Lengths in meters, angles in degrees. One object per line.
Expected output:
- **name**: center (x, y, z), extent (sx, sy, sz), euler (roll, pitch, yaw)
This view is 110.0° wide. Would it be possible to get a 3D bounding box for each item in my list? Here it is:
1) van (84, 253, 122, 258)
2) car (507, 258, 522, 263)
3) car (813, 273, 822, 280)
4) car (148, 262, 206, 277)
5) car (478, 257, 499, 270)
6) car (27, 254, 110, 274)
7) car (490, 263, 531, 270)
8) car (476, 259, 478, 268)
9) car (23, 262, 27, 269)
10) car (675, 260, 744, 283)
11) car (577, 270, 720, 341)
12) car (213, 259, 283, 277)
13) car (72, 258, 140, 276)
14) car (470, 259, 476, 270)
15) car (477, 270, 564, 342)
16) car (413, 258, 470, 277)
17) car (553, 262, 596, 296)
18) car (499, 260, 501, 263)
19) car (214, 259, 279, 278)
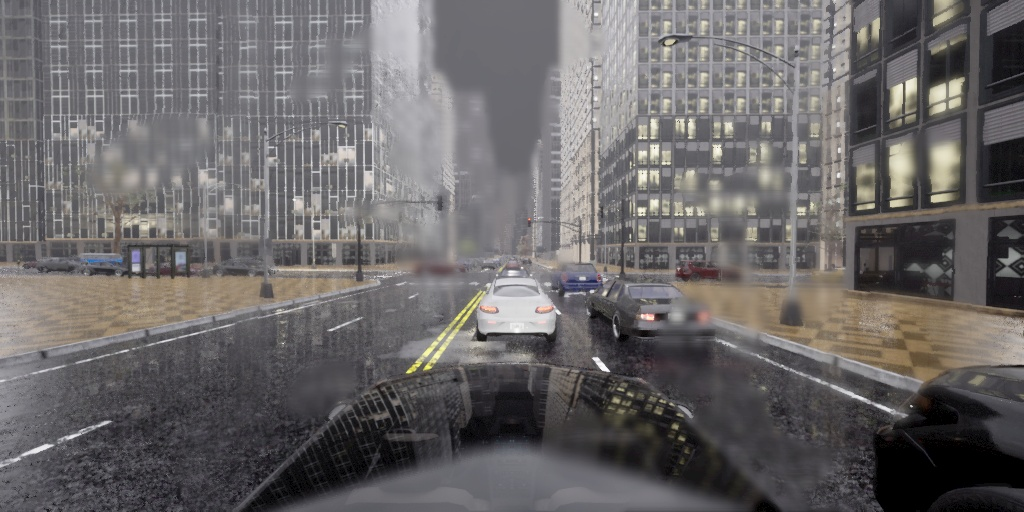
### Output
- **van**: center (-45.256, 0.605, 39.285), extent (3.998, 1.789, 1.690), euler (0, 0, 1)
- **car**: center (0.100, 1.275, 53.990), extent (1.994, 1.385, 4.181), euler (0, 0, 1)
- **car**: center (27.665, 1.579, 29.533), extent (4.829, 1.417, 1.751), euler (0, 0, 1)
- **car**: center (-28.391, 1.138, 30.437), extent (4.207, 1.307, 1.802), euler (0, 0, 1)
- **car**: center (-3.300, 1.262, 51.255), extent (2.033, 1.411, 5.357), euler (0, 0, 0)
- **car**: center (-41.114, 0.888, 33.408), extent (4.902, 1.511, 2.128), euler (0, 1, 1)
- **car**: center (0.114, 1.288, 18.916), extent (2.033, 1.411, 5.357), euler (0, 0, 0)
- **car**: center (-6.539, 1.211, 58.369), extent (1.837, 1.490, 4.892), euler (0, 0, 0)
- **car**: center (-50.938, 0.793, 39.405), extent (4.207, 1.307, 1.802), euler (0, 0, 1)
- **car**: center (16.217, 1.269, 29.739), extent (5.009, 1.841, 2.192), euler (0, 0, 1)
- **car**: center (3.359, 1.294, 9.810), extent (2.033, 1.411, 5.357), euler (0, 0, 0)
- **car**: center (-24.190, 1.042, 33.038), extent (4.902, 1.511, 2.128), euler (0, 1, 1)
- **car**: center (-34.072, 1.069, 30.615), extent (4.313, 1.339, 1.948), euler (0, 0, 1)
- **car**: center (-6.584, 1.068, 49.272), extent (2.097, 1.767, 4.553), euler (0, 0, 1)
- **car**: center (0.106, 1.272, 9.671), extent (1.812, 1.442, 4.674), euler (0, 0, 0)
- **car**: center (-6.924, 1.155, 34.495), extent (5.008, 1.535, 1.882), euler (0, 2, -20)
- **car**: center (3.364, 1.093, 19.195), extent (2.097, 1.767, 4.553), euler (0, 0, 0)
- **car**: center (-3.277, 1.304, 61.015), extent (1.895, 1.301, 4.718), euler (0, 0, 0)
- **car**: center (-22.707, 1.174, 30.299), extent (4.313, 1.339, 1.948), euler (0, 0, 1)
